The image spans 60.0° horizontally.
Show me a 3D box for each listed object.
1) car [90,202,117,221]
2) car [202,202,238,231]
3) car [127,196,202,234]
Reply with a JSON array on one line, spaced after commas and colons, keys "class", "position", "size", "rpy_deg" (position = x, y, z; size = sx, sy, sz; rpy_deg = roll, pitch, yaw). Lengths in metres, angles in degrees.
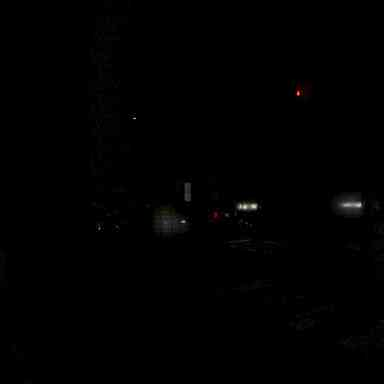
[{"class": "car", "position": [-8.169, 1.596, 28.923], "size": [1.882, 1.535, 5.008], "rpy_deg": [0, 0, -35]}, {"class": "car", "position": [0.827, 1.418, 21.400], "size": [2.097, 1.767, 4.553], "rpy_deg": [0, 0, -36]}, {"class": "car", "position": [-2.080, 1.294, 20.399], "size": [2.150, 2.045, 5.566], "rpy_deg": [0, 0, -36]}]
